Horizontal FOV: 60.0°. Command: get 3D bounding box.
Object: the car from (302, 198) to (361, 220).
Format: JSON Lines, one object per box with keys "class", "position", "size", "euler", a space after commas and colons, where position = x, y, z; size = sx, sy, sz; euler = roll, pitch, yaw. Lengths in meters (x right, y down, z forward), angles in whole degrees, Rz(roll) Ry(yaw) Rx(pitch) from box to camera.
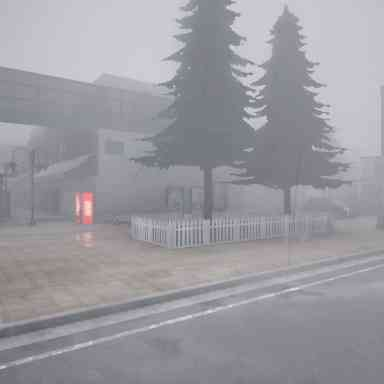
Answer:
{"class": "car", "position": [11.499, 1.337, 27.619], "size": [2.097, 1.767, 4.553], "euler": [0, 0, -34]}
